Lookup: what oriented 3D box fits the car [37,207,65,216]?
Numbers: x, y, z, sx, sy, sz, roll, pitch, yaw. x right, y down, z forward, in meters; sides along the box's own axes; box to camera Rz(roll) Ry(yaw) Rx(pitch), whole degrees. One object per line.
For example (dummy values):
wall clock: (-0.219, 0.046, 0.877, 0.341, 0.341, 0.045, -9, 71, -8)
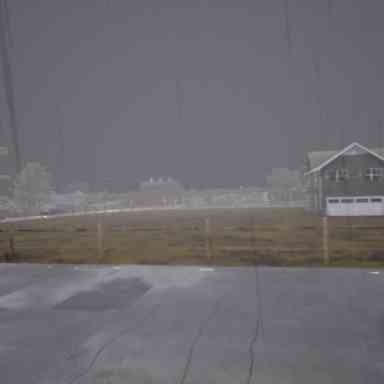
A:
car: (-24.038, 3.306, 56.871, 2.033, 1.411, 5.357, -2, -1, 13)
